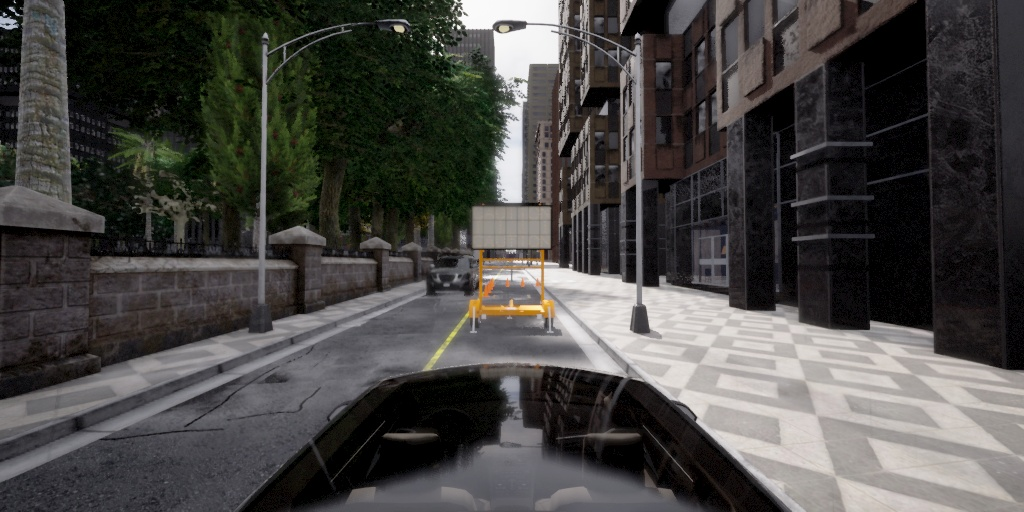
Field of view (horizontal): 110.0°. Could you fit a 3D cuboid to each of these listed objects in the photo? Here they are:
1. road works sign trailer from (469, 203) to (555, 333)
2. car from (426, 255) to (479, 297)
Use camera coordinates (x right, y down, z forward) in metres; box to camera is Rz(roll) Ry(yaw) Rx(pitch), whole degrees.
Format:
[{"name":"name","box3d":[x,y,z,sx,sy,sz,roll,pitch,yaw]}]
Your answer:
[{"name":"road works sign trailer","box3d":[-0.008,0.221,10.735,2.380,3.560,2.880,0,0,0]},{"name":"car","box3d":[-3.020,0.989,19.289,2.150,2.045,5.566,0,0,0]}]
